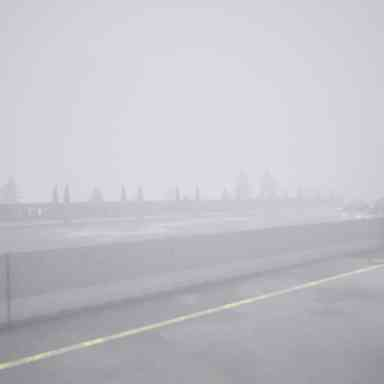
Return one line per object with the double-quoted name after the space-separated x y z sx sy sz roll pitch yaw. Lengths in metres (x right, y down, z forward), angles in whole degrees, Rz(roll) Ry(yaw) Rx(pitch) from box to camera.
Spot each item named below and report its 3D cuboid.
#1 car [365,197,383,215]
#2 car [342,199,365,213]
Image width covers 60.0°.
18.691 1.302 31.868 2.097 1.767 4.553 0 0 45 "car"
17.994 1.473 36.127 1.812 1.442 4.674 0 0 43 "car"
